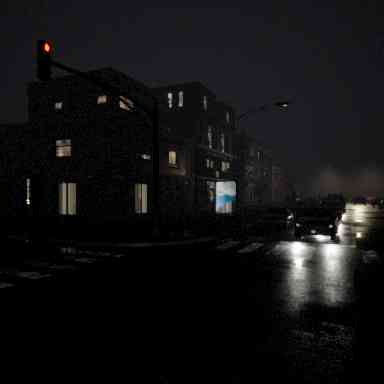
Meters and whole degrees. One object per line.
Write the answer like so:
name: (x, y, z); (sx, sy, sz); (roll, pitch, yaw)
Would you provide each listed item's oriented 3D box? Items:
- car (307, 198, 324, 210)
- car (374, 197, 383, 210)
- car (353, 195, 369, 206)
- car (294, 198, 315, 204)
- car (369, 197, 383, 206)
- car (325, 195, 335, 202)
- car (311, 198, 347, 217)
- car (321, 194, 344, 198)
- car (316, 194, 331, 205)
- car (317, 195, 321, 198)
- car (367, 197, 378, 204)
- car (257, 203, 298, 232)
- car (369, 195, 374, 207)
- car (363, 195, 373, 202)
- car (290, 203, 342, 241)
car: (16.838, 1.534, 45.233); (1.752, 1.417, 4.829); (0, 0, 25)
car: (24.494, 1.561, 41.820); (2.008, 1.369, 4.403); (0, 0, 25)
car: (28.852, 1.494, 57.244); (1.882, 1.535, 5.008); (0, 0, 25)
car: (9.884, 1.555, 30.384); (2.008, 1.369, 4.403); (0, 0, 25)
car: (31.520, 1.568, 56.822); (2.008, 1.369, 4.403); (0, 0, 25)
car: (33.306, 1.470, 80.392); (1.967, 1.590, 4.097); (0, 0, 25)
car: (11.424, 1.496, 27.496); (2.128, 1.511, 4.902); (0, 0, 25)
car: (16.135, 1.228, 37.397); (2.150, 2.045, 5.566); (0, 0, 25)
car: (23.938, 1.331, 60.389); (2.192, 1.841, 5.009); (0, 0, 25)
car: (14.569, 1.447, 40.386); (1.967, 1.590, 4.097); (0, 0, 25)
car: (36.204, 1.605, 66.823); (1.802, 1.307, 4.206); (0, 0, 25)
car: (5.200, 1.584, 20.383); (1.802, 1.307, 4.206); (0, 0, 25)
car: (29.179, 1.454, 51.820); (1.967, 1.590, 4.097); (0, 0, 25)
car: (43.231, 1.475, 81.824); (1.967, 1.590, 4.097); (0, 0, 25)
car: (6.469, 1.528, 17.063); (1.812, 1.442, 4.674); (0, 0, 26)
